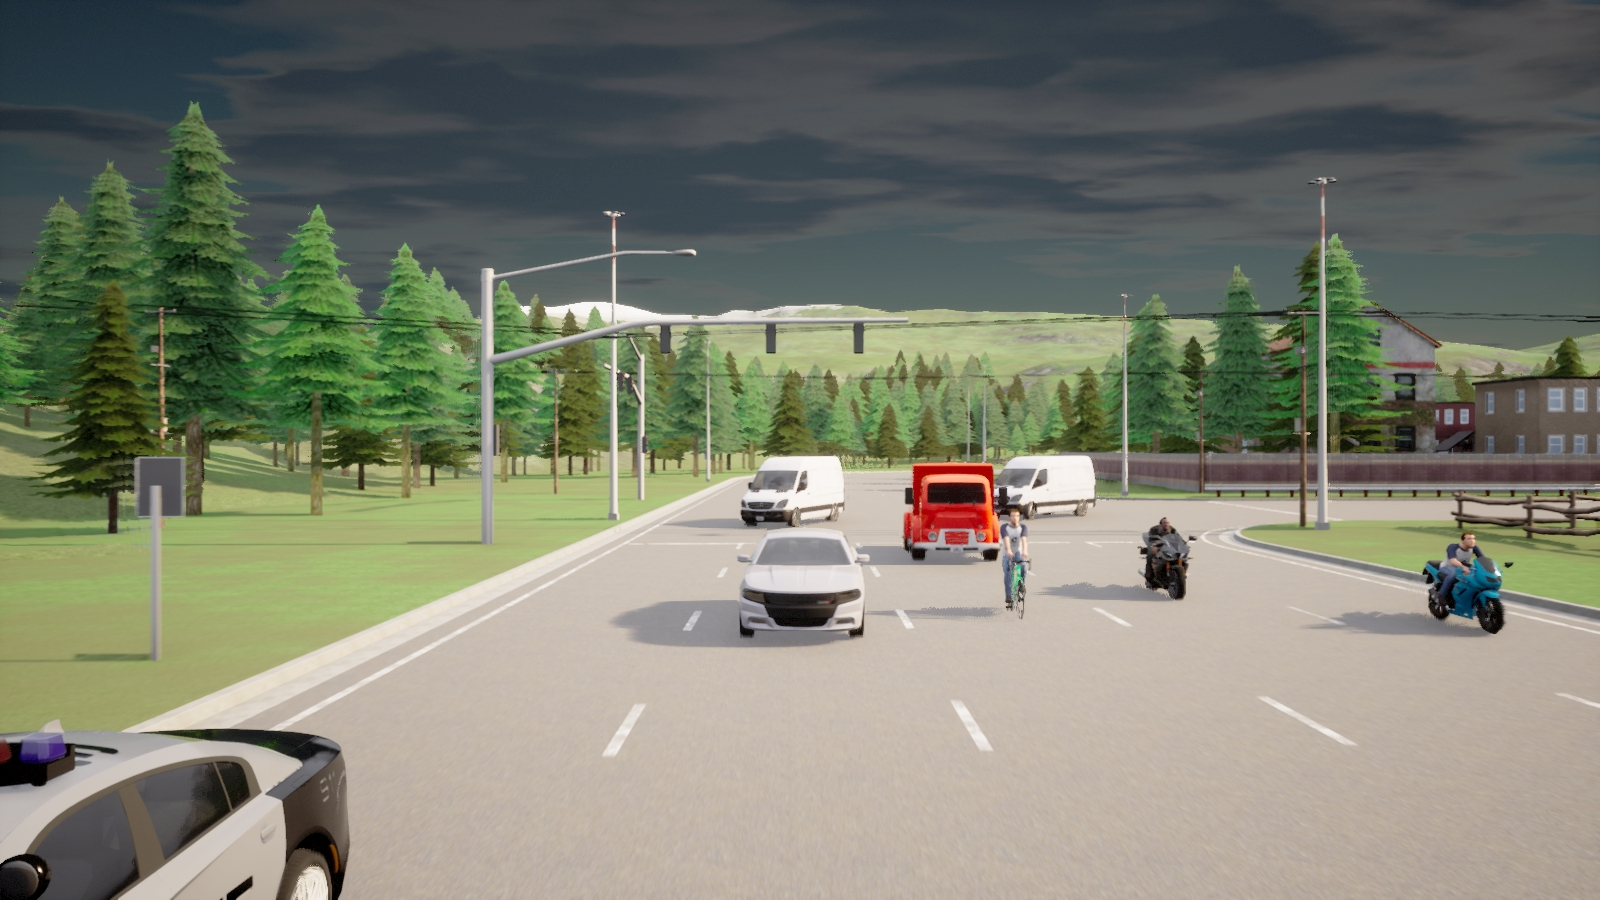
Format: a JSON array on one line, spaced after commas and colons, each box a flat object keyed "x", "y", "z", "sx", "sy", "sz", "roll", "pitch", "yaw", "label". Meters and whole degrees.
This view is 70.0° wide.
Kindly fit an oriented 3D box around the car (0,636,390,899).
[{"x": -3.608, "y": 1.982, "z": 4.507, "sx": 2.097, "sy": 1.638, "sz": 5.238, "roll": 0, "pitch": 0, "yaw": 0, "label": "car"}]

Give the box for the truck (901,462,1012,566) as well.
[{"x": 4.001, "y": 1.569, "z": 30.161, "sx": 2.627, "sy": 2.467, "sz": 5.204, "roll": 0, "pitch": 0, "yaw": 5, "label": "truck"}]

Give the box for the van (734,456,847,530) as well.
[{"x": -0.230, "y": 1.534, "z": 42.949, "sx": 1.988, "sy": 2.561, "sz": 5.915, "roll": -1, "pitch": 0, "yaw": 24, "label": "van"}]

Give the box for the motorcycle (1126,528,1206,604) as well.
[{"x": 7.043, "y": 2.205, "z": 22.095, "sx": 0.867, "sy": 1.251, "sz": 2.209, "roll": 0, "pitch": 0, "yaw": 1, "label": "motorcycle"}]

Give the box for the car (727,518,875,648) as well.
[{"x": 0.065, "y": 2.034, "z": 18.651, "sx": 2.097, "sy": 1.535, "sz": 5.006, "roll": 0, "pitch": 0, "yaw": 1, "label": "car"}]

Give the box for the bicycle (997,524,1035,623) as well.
[{"x": 3.652, "y": 2.056, "z": 19.359, "sx": 0.373, "sy": 1.496, "sz": 1.643, "roll": 0, "pitch": 0, "yaw": 2, "label": "bicycle"}]

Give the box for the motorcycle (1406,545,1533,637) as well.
[{"x": 10.507, "y": 2.186, "z": 18.025, "sx": 0.803, "sy": 1.199, "sz": 2.033, "roll": 0, "pitch": 0, "yaw": 0, "label": "motorcycle"}]

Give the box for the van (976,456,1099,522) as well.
[{"x": 9.878, "y": 1.534, "z": 47.212, "sx": 5.915, "sy": 2.561, "sz": 1.988, "roll": 0, "pitch": -1, "yaw": -44, "label": "van"}]
